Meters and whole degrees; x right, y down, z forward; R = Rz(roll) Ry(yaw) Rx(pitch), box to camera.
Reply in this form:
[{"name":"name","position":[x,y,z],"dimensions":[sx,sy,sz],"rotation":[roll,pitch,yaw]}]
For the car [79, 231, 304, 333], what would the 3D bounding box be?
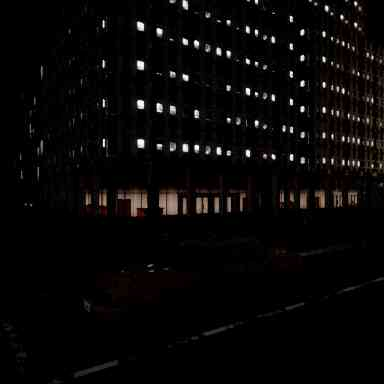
[{"name":"car","position":[0.275,1.525,6.757],"dimensions":[4.829,1.417,1.752],"rotation":[0,0,-36]}]
